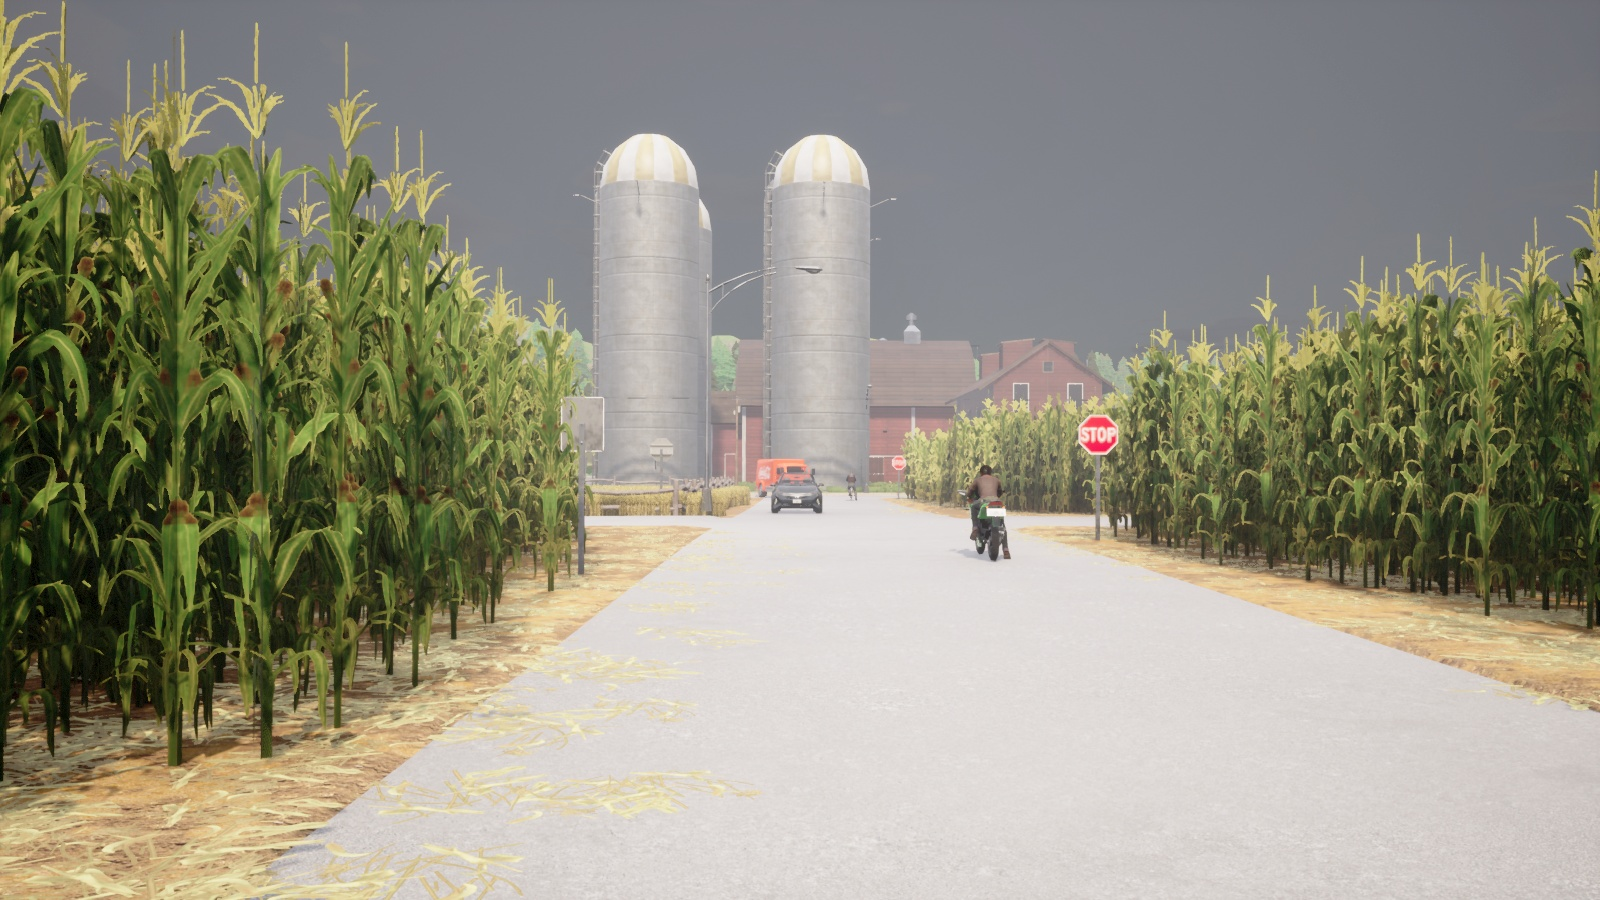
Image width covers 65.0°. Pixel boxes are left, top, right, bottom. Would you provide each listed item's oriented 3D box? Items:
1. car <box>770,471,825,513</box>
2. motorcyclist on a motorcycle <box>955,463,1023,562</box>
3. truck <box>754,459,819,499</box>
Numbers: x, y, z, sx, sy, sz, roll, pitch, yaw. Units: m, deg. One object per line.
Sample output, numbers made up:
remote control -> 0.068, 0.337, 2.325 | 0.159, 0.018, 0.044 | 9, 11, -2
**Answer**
car -> -0.105, 1.583, 47.921 | 2.007, 1.525, 4.514 | 0, -1, 0
motorcyclist on a motorcycle -> 3.055, 0.977, 20.496 | 0.797, 1.523, 2.044 | 0, -1, 0
truck -> -0.913, 1.808, 79.287 | 2.627, 2.467, 5.204 | 0, -1, -18
